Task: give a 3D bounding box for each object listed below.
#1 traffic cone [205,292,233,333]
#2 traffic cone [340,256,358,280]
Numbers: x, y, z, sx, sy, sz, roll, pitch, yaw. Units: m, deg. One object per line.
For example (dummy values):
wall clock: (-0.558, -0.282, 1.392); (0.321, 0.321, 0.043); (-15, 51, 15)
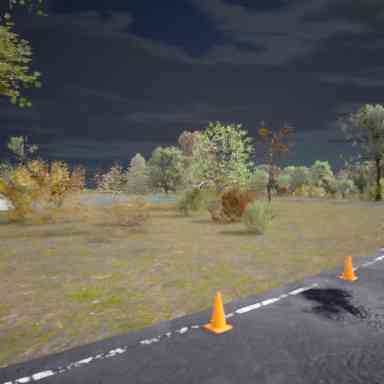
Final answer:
traffic cone: (0.449, 1.971, 5.558); (0.340, 0.580, 0.340); (0, 0, -39)
traffic cone: (4.116, 1.965, 8.720); (0.340, 0.580, 0.340); (0, 0, -43)
